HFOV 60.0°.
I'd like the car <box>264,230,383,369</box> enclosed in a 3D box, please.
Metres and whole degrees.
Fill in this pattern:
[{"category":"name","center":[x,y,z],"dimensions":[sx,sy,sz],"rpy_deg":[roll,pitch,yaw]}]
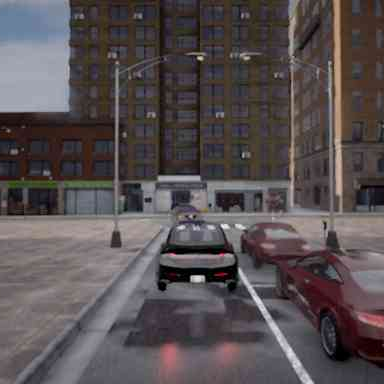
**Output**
[{"category":"car","center":[2.656,1.615,5.661],"dimensions":[1.802,1.307,4.206],"rpy_deg":[1,0,0]}]

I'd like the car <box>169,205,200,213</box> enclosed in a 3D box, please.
[{"category":"car","center":[-0.553,1.676,24.548],"dimensions":[2.033,1.411,5.357],"rpy_deg":[0,0,-11]}]

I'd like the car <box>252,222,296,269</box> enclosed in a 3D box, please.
[{"category":"car","center":[2.662,1.646,11.100],"dimensions":[1.802,1.307,4.206],"rpy_deg":[1,0,0]}]

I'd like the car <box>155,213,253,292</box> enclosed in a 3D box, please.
[{"category":"car","center":[0.112,1.543,9.104],"dimensions":[2.128,1.511,4.902],"rpy_deg":[0,0,0]}]
